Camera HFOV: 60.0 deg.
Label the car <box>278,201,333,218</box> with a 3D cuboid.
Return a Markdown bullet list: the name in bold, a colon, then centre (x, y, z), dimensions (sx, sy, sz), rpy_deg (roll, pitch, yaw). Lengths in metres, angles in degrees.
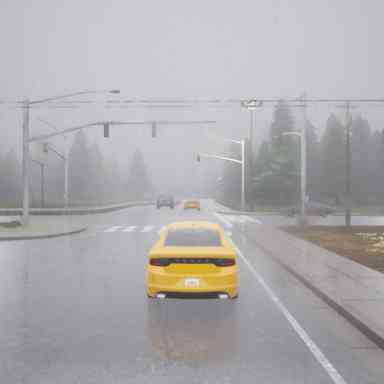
- **car**: centre (10.041, 1.562, 29.577), dimensions (4.674, 1.442, 1.812), rpy_deg (0, 0, 1)

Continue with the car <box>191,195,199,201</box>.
- **car**: centre (0.695, 1.468, 83.124), dimensions (1.837, 1.490, 4.892), rpy_deg (0, 0, 2)

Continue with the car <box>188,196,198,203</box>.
- **car**: centre (0.296, 1.560, 72.731), dimensions (2.033, 1.411, 5.357), rpy_deg (0, 0, 2)

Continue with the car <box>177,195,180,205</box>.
- **car**: centre (-3.541, 1.369, 55.946), dimensions (2.097, 1.767, 4.553), rpy_deg (0, 0, 0)

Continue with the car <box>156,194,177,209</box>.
- **car**: centre (-3.596, 1.236, 45.652), dimensions (2.150, 2.045, 5.566), rpy_deg (0, 0, -1)

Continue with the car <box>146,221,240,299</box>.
- **car**: centre (0.049, 1.477, 8.508), dimensions (1.882, 1.535, 5.008), rpy_deg (0, 0, 1)

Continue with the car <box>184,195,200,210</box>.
- **car**: centre (0.017, 1.491, 42.171), dimensions (1.882, 1.535, 5.008), rpy_deg (0, 0, 0)
